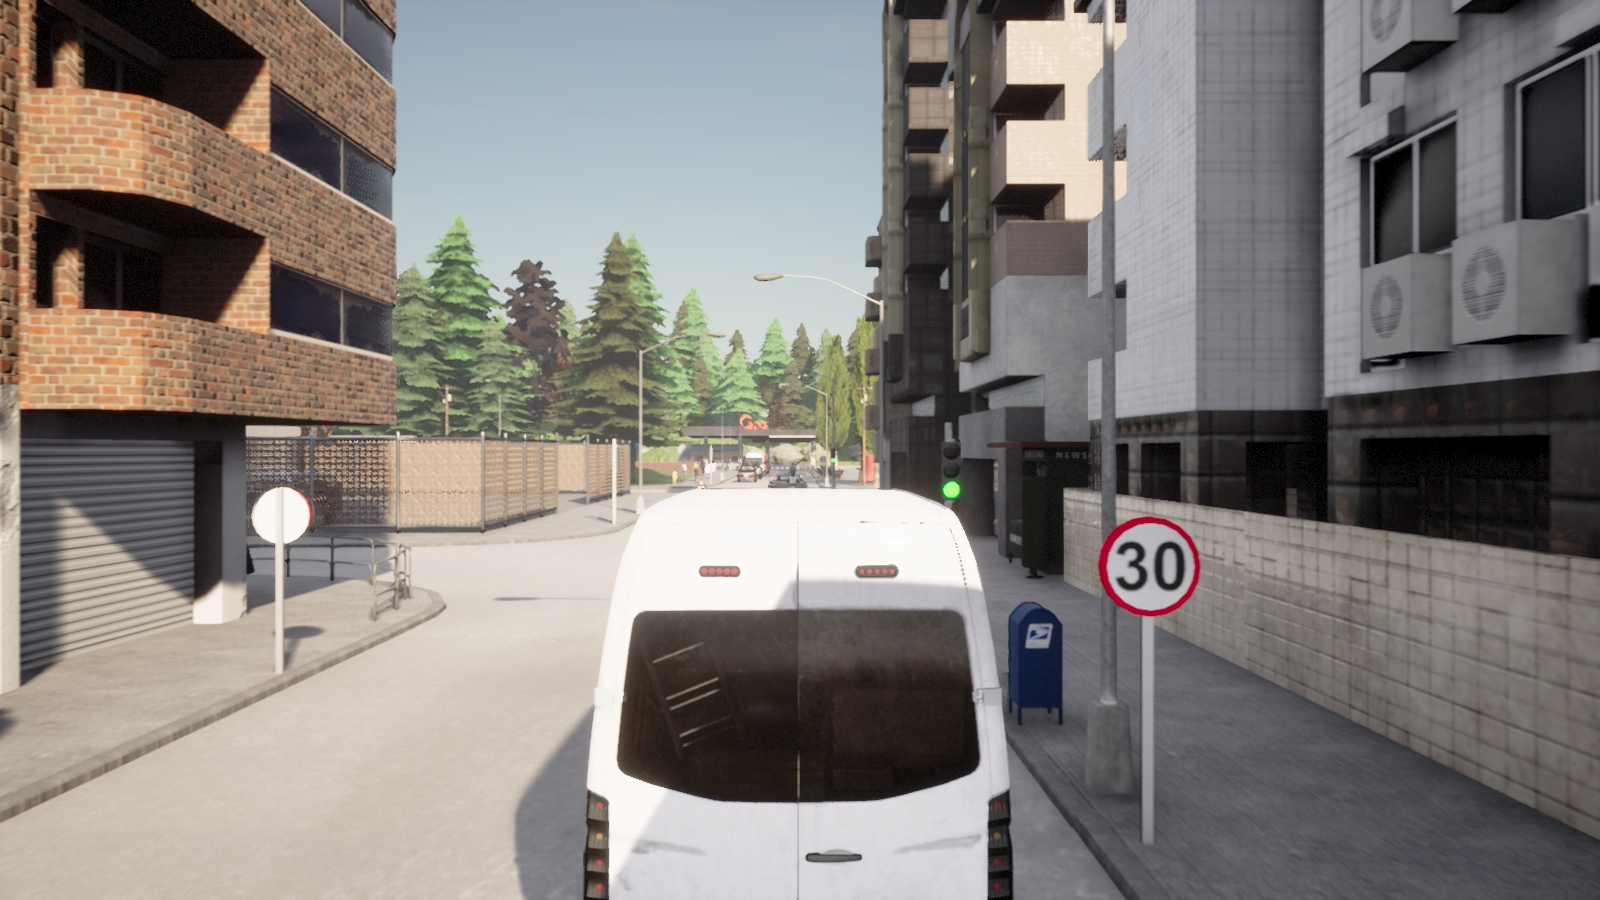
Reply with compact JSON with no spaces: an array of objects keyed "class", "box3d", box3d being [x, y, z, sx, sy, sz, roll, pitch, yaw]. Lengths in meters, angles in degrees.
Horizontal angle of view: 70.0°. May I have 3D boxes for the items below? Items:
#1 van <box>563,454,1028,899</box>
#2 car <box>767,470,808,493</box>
[{"class":"van","box3d":[-0.034,1.317,7.842,1.988,2.561,5.915,0,0,0]},{"class":"car","box3d":[-0.833,1.954,72.407,1.895,1.301,4.718,0,0,-10]}]
